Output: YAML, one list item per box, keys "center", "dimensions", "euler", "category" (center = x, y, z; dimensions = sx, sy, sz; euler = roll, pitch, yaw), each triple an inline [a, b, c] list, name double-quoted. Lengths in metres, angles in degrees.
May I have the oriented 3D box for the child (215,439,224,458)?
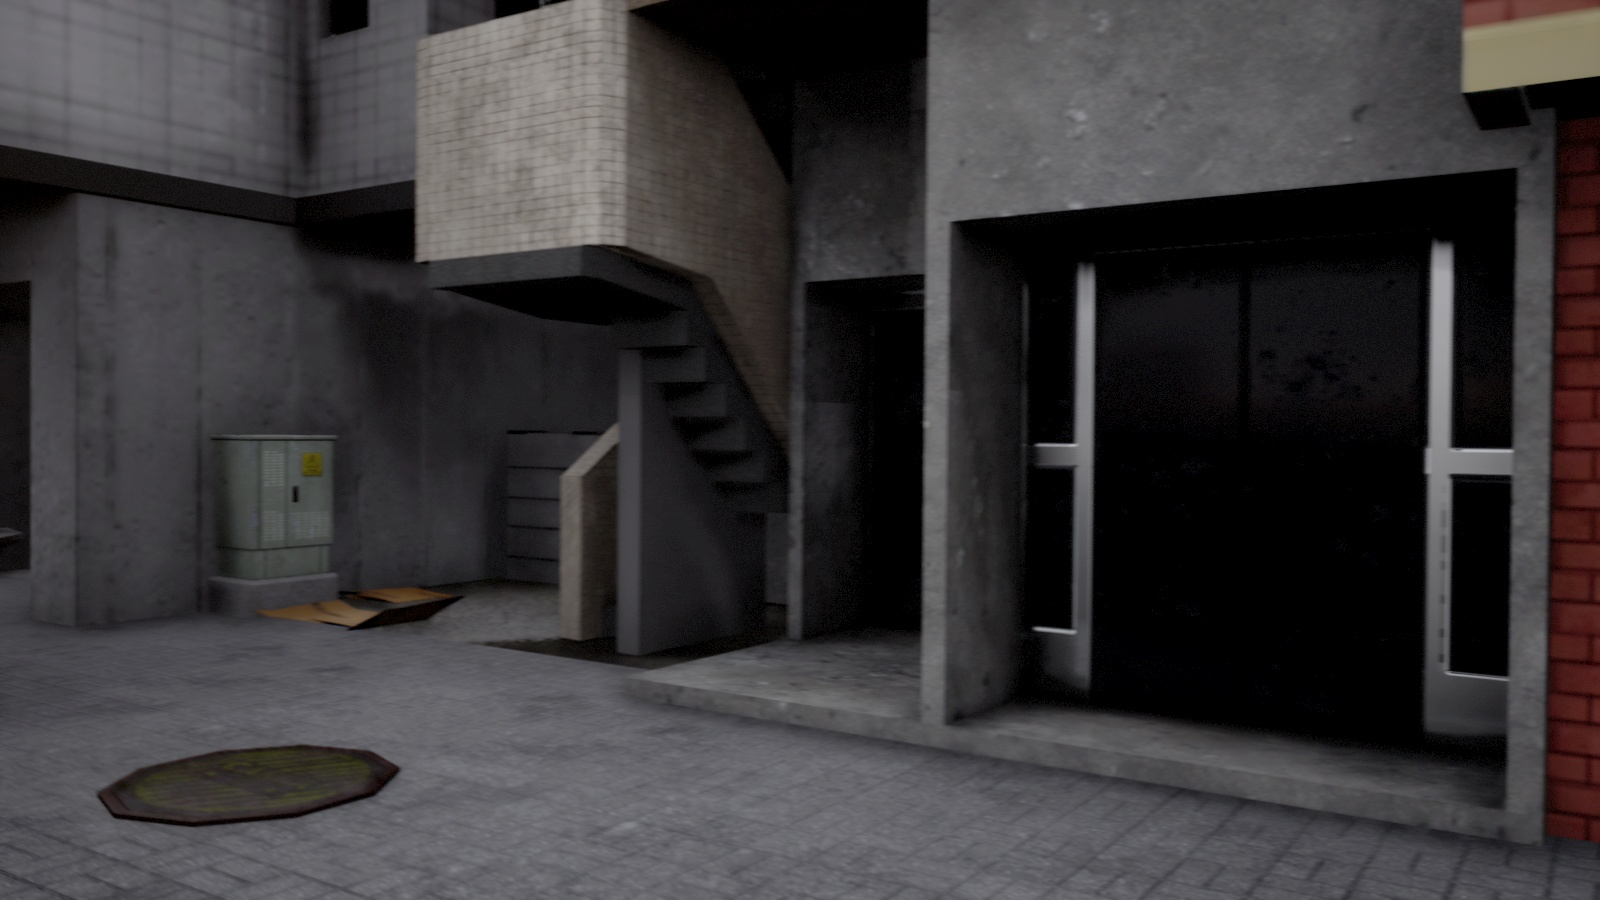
- center: [-39.104, -0.079, 84.599]
  dimensions: [0.270, 1.263, 0.437]
  euler: [0, 1, 40]
  category: "child"
